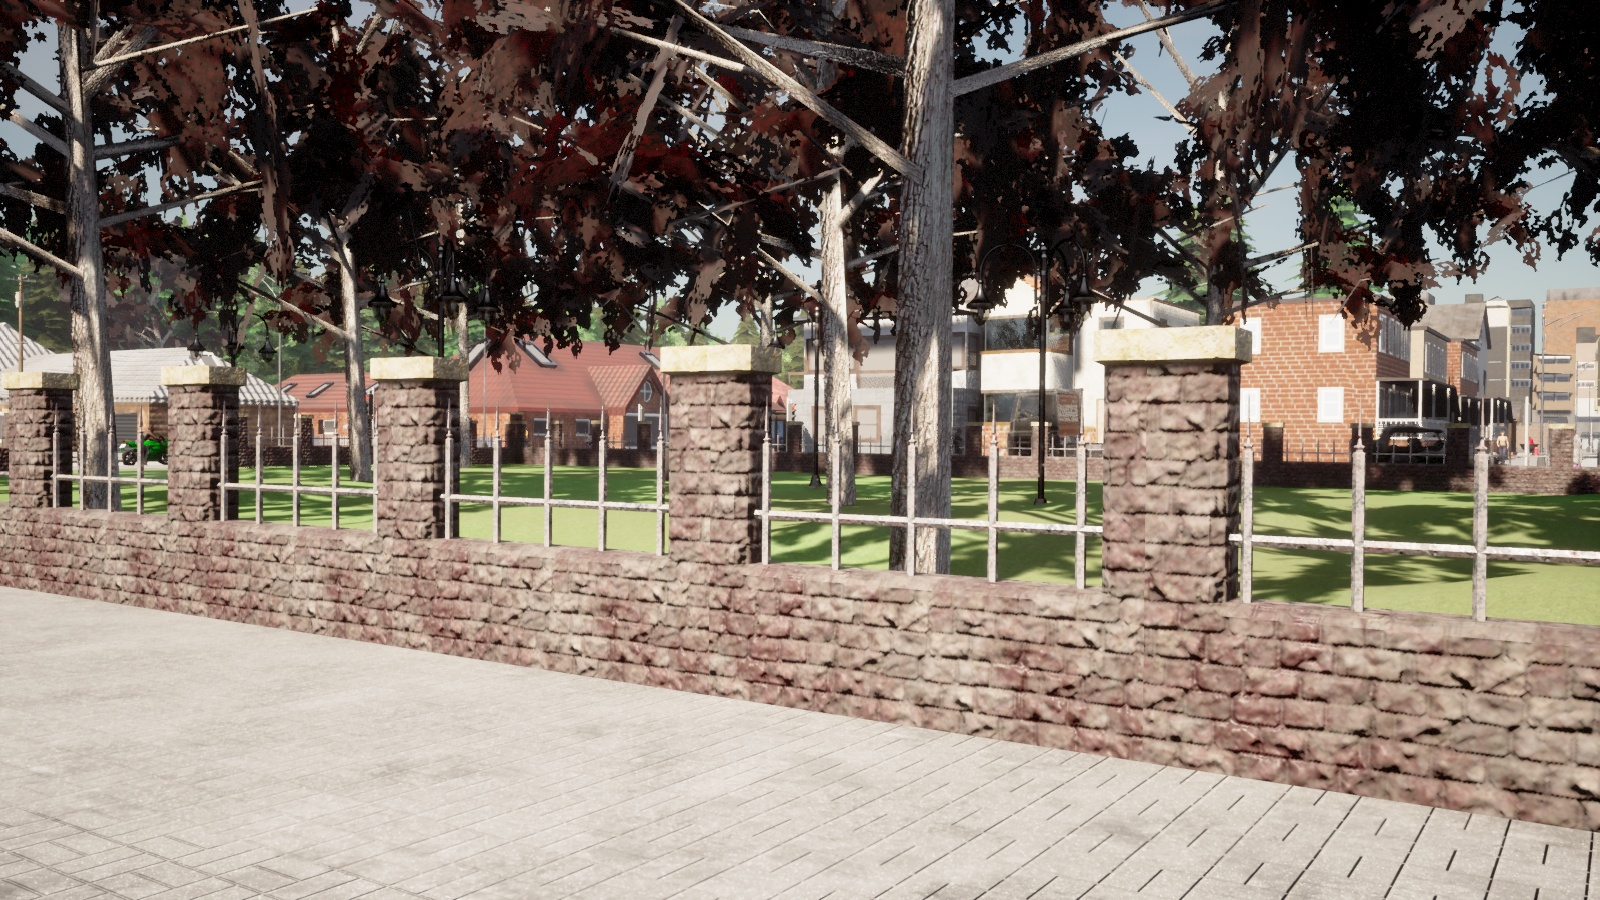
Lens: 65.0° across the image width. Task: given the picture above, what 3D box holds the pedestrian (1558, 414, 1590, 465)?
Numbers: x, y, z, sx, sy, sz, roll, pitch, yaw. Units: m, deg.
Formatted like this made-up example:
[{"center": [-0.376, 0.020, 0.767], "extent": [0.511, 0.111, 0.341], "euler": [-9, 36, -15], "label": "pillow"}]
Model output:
[{"center": [30.139, -0.420, 48.914], "extent": [0.873, 1.952, 0.659], "euler": [0, 1, 6], "label": "pedestrian"}]

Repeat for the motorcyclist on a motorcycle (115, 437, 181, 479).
[{"center": [-24.477, 0.291, 47.157], "extent": [0.797, 1.523, 2.044], "euler": [0, 1, 32], "label": "motorcyclist on a motorcycle"}]

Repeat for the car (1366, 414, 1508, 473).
[{"center": [20.852, -0.225, 41.259], "extent": [3.866, 1.878, 1.905], "euler": [0, 1, 16], "label": "car"}]

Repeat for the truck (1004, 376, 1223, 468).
[{"center": [12.470, -1.053, 50.276], "extent": [7.936, 3.462, 2.891], "euler": [0, 1, 33], "label": "truck"}]

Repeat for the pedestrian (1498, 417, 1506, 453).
[{"center": [36.698, -0.787, 65.628], "extent": [0.345, 1.836, 0.594], "euler": [0, 1, 33], "label": "pedestrian"}]
